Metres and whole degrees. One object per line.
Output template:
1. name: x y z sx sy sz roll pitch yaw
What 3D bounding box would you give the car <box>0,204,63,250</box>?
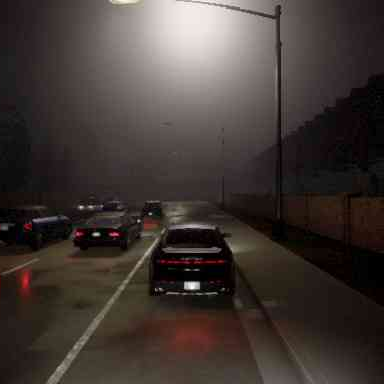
1. car: -6.892 1.356 14.397 2.097 1.767 4.553 0 0 0

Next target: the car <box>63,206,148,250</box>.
1. car: -3.394 1.553 14.307 2.033 1.411 5.357 0 0 0

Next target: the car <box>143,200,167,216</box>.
1. car: -3.391 1.520 29.618 1.837 1.490 4.892 0 0 0

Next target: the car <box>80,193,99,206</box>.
1. car: -17.398 1.230 57.016 2.150 2.045 5.566 0 0 0

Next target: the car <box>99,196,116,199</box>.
1. car: -13.901 1.537 56.770 1.837 1.490 4.892 0 0 0

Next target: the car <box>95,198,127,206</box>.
1. car: -6.890 1.538 29.694 1.812 1.442 4.674 0 0 0

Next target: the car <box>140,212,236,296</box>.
1. car: 0.000 1.508 8.652 1.837 1.490 4.892 0 0 0
